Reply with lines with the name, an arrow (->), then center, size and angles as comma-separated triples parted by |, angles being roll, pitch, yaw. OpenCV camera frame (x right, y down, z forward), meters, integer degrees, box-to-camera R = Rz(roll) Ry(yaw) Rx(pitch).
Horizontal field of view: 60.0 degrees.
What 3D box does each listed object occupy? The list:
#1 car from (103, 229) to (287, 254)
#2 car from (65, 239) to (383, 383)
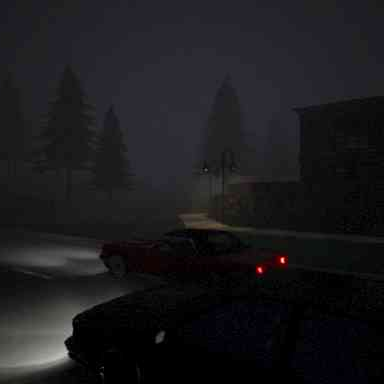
car -> -0.162, 1.601, 8.405 | 4.718, 1.301, 1.895 | 0, 0, 36
car -> 1.064, 1.547, 3.227 | 5.357, 1.411, 2.033 | 0, 0, 36
